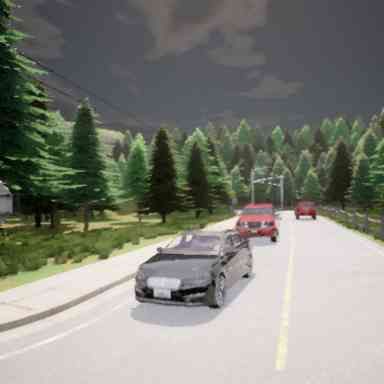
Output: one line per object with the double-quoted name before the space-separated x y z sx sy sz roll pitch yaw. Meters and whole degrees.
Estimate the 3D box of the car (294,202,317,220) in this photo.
"car" 13.496 2.169 39.545 2.150 2.045 5.566 -2 -2 16

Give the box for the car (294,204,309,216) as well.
"car" 16.294 2.671 49.457 1.882 1.535 5.008 -2 -2 16

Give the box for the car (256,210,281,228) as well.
"car" 6.922 2.381 29.741 1.895 1.301 4.718 -2 -2 16

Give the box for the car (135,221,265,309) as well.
"car" 0.336 1.757 8.736 2.128 1.511 4.902 -2 -2 22

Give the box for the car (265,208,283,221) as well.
"car" 9.847 2.631 39.851 1.895 1.301 4.718 -2 -2 16

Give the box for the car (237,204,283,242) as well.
"car" 4.023 1.751 19.868 2.150 2.045 5.566 -2 -2 17
